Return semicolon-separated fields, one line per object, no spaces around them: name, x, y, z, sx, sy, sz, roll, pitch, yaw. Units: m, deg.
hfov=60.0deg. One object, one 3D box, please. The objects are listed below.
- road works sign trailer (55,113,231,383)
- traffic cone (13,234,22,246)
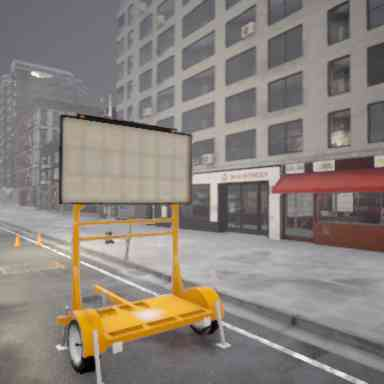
road works sign trailer;-1.123;0.613;5.682;2.380;3.560;2.880;1;-2;-38
traffic cone;-8.569;2.351;16.319;0.340;0.580;0.340;1;-2;-38
